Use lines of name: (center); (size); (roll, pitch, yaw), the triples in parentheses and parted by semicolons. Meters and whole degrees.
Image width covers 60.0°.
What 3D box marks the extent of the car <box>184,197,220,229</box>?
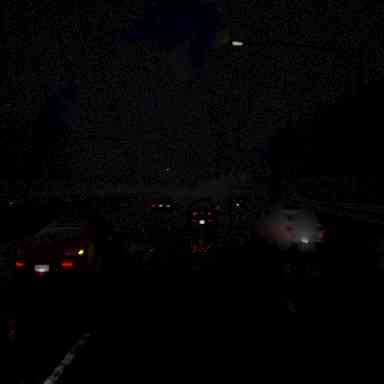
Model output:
car: (0.606, 1.294, 19.906); (1.837, 1.490, 4.892); (0, 1, 2)

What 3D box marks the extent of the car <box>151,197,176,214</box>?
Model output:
car: (-2.518, 1.165, 30.404); (2.033, 1.411, 5.357); (0, 1, 2)

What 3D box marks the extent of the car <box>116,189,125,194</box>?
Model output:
car: (-17.075, -0.053, 80.510); (1.882, 1.535, 5.008); (0, 1, 5)

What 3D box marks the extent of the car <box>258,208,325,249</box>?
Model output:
car: (3.923, 1.393, 13.649); (1.812, 1.442, 4.674); (0, 1, 2)

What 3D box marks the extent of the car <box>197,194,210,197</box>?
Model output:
car: (1.285, 0.949, 37.385); (1.882, 1.535, 5.008); (0, 1, 3)

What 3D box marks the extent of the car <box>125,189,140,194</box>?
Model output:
car: (-13.687, 0.043, 78.982); (1.882, 1.535, 5.008); (0, 1, 5)

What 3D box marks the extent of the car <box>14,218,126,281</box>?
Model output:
car: (-3.182, 1.453, 9.479); (1.812, 1.442, 4.674); (0, 1, 1)

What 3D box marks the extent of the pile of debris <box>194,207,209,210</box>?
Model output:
pile of debris: (1.035, 1.711, 34.176); (1.500, 0.140, 1.860); (0, 1, 3)

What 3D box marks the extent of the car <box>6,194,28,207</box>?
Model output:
car: (-19.837, 0.973, 39.108); (2.128, 1.511, 4.902); (0, 1, 3)

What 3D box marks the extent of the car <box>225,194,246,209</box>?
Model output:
car: (4.728, 0.999, 35.887); (1.837, 1.490, 4.892); (0, 1, 3)

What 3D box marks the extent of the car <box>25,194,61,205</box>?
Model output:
car: (-16.407, 1.102, 37.703); (1.895, 1.301, 4.718); (0, 1, 3)

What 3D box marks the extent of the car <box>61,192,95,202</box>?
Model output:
car: (-12.859, 0.830, 38.487); (2.097, 1.767, 4.553); (0, 1, 3)
